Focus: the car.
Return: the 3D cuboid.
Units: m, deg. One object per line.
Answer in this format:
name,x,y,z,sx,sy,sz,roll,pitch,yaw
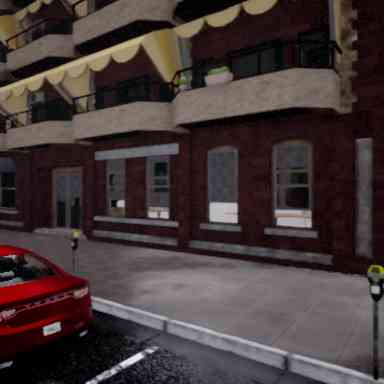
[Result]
car,-3.534,1.548,5.387,4.507,1.381,1.887,0,0,35
